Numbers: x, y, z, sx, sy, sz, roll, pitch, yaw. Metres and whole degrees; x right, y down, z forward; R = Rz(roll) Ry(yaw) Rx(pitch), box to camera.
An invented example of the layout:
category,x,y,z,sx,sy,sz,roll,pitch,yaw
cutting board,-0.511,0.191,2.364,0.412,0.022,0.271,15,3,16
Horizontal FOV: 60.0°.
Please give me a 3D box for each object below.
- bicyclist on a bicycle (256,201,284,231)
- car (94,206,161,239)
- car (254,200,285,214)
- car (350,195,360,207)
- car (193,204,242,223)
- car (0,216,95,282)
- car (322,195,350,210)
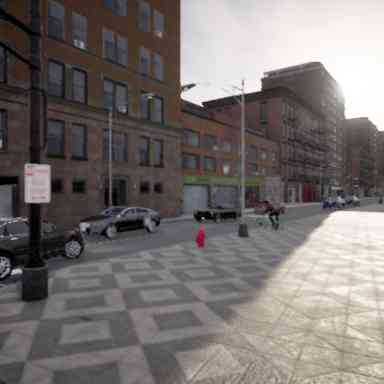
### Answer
category,x,y,z,sx,sy,sz,roll,pitch,yaw
bicyclist on a bicycle,4.213,1.299,18.102,1.656,1.620,0.582,0,0,36
car,-3.733,1.497,17.759,2.128,1.511,4.902,0,0,36
car,8.003,1.507,33.938,1.812,1.442,4.674,0,0,36
car,24.450,1.304,51.217,2.097,1.767,4.553,0,0,36
car,2.087,1.595,25.796,1.895,1.301,4.718,0,0,36
car,-5.260,1.520,9.987,1.837,1.490,4.892,-4,-1,17
car,18.435,1.317,42.907,2.097,1.767,4.553,0,0,36
